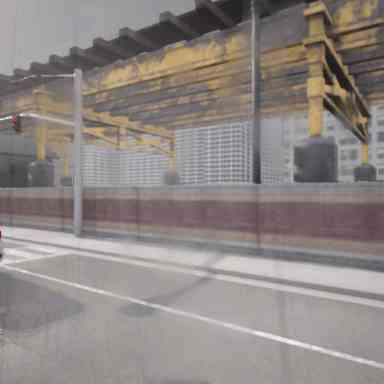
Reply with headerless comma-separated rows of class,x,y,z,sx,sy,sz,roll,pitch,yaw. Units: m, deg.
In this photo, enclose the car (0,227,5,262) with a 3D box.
car,-7.435,1.233,9.286,5.566,2.045,2.150,0,0,36
